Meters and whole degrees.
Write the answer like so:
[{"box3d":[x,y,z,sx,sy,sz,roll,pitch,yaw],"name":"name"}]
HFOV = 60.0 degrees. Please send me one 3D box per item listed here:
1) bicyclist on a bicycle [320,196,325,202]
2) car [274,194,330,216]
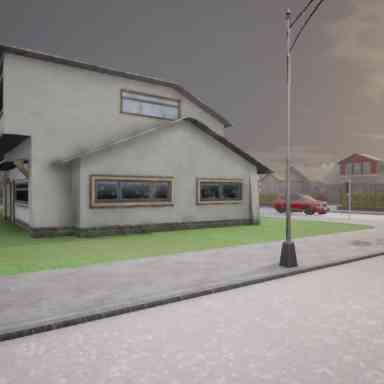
[{"box3d":[15.772,1.349,40.310,1.656,1.620,0.582,0,0,-35],"name":"bicyclist on a bicycle"},{"box3d":[10.725,1.222,32.913,2.150,2.045,5.566,0,0,-35],"name":"car"}]
